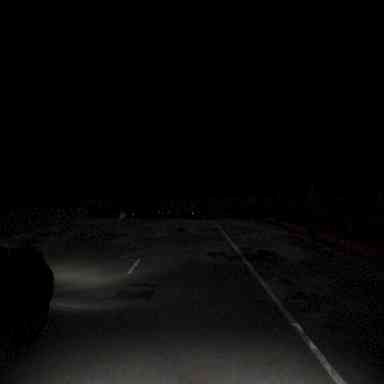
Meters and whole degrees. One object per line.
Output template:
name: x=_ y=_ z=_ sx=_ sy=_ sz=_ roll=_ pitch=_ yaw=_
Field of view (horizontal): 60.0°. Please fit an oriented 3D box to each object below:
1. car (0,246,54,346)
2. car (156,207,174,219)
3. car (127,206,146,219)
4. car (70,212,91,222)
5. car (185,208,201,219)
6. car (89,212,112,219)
car: x=-3.401 y=1.222 z=3.240 sx=2.150 sy=2.045 sz=5.566 roll=0 pitch=0 yaw=0
car: x=-3.408 y=2.699 z=42.317 sx=1.812 sy=1.442 sz=4.674 roll=0 pitch=-6 yaw=0
car: x=-6.908 y=2.609 z=41.620 sx=1.837 sy=1.490 sz=4.892 roll=0 pitch=-5 yaw=0
car: x=-17.578 y=3.952 z=52.620 sx=1.994 sy=1.385 sz=4.181 roll=0 pitch=-7 yaw=0
car: x=0.092 y=2.760 z=42.549 sx=1.994 sy=1.385 sz=4.181 roll=0 pitch=-6 yaw=0
car: x=-14.078 y=3.906 z=52.387 sx=2.033 sy=1.411 sz=5.357 roll=0 pitch=-7 yaw=0
